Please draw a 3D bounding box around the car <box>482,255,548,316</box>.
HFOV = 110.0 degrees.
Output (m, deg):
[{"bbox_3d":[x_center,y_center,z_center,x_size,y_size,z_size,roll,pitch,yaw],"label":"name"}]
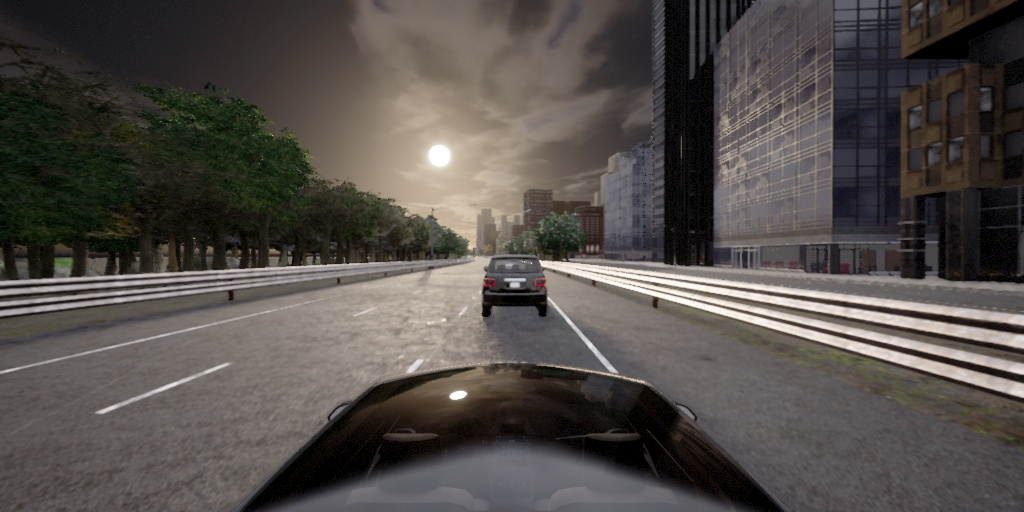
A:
[{"bbox_3d":[0.083,0.971,13.527,2.150,2.045,5.566,0,0,0],"label":"car"}]
